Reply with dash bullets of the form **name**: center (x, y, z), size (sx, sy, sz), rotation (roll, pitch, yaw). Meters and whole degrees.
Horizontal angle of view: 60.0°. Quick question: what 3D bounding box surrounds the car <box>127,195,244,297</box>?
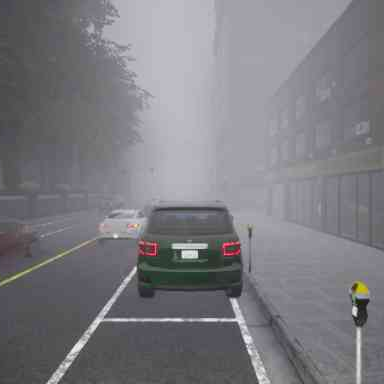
- **car**: center (-0.039, 1.218, 8.679), size (2.150, 2.045, 5.566), rotation (0, 0, 0)

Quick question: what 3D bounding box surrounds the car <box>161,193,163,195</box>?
- **car**: center (-8.815, 1.432, 80.459), size (1.752, 1.417, 4.829), rotation (0, 0, 0)

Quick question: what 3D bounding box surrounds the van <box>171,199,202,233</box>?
- **van**: center (-0.290, 1.333, 19.998), size (1.690, 1.788, 3.998), rotation (0, 0, 0)

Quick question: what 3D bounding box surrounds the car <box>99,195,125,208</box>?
- **car**: center (-8.815, 1.291, 36.940), size (2.192, 1.841, 5.009), rotation (0, 0, 0)

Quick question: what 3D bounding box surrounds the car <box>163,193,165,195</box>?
- **car**: center (-8.815, 1.450, 86.079), size (2.008, 1.369, 4.403), rotation (0, 0, 0)

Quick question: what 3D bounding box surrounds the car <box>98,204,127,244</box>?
- **car**: center (-3.042, 1.520, 15.600), size (1.812, 1.442, 4.674), rotation (0, 0, 0)

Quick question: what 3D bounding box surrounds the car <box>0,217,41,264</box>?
- **car**: center (-6.245, 1.523, 9.999), size (1.812, 1.442, 4.674), rotation (0, 0, 0)

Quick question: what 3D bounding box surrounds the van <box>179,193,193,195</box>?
- **van**: center (-0.290, 1.317, 36.980), size (1.690, 1.788, 3.998), rotation (0, 0, 0)

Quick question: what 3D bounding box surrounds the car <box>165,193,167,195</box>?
- **car**: center (-8.815, 1.438, 91.530), size (1.887, 1.381, 4.507), rotation (0, 0, 0)
